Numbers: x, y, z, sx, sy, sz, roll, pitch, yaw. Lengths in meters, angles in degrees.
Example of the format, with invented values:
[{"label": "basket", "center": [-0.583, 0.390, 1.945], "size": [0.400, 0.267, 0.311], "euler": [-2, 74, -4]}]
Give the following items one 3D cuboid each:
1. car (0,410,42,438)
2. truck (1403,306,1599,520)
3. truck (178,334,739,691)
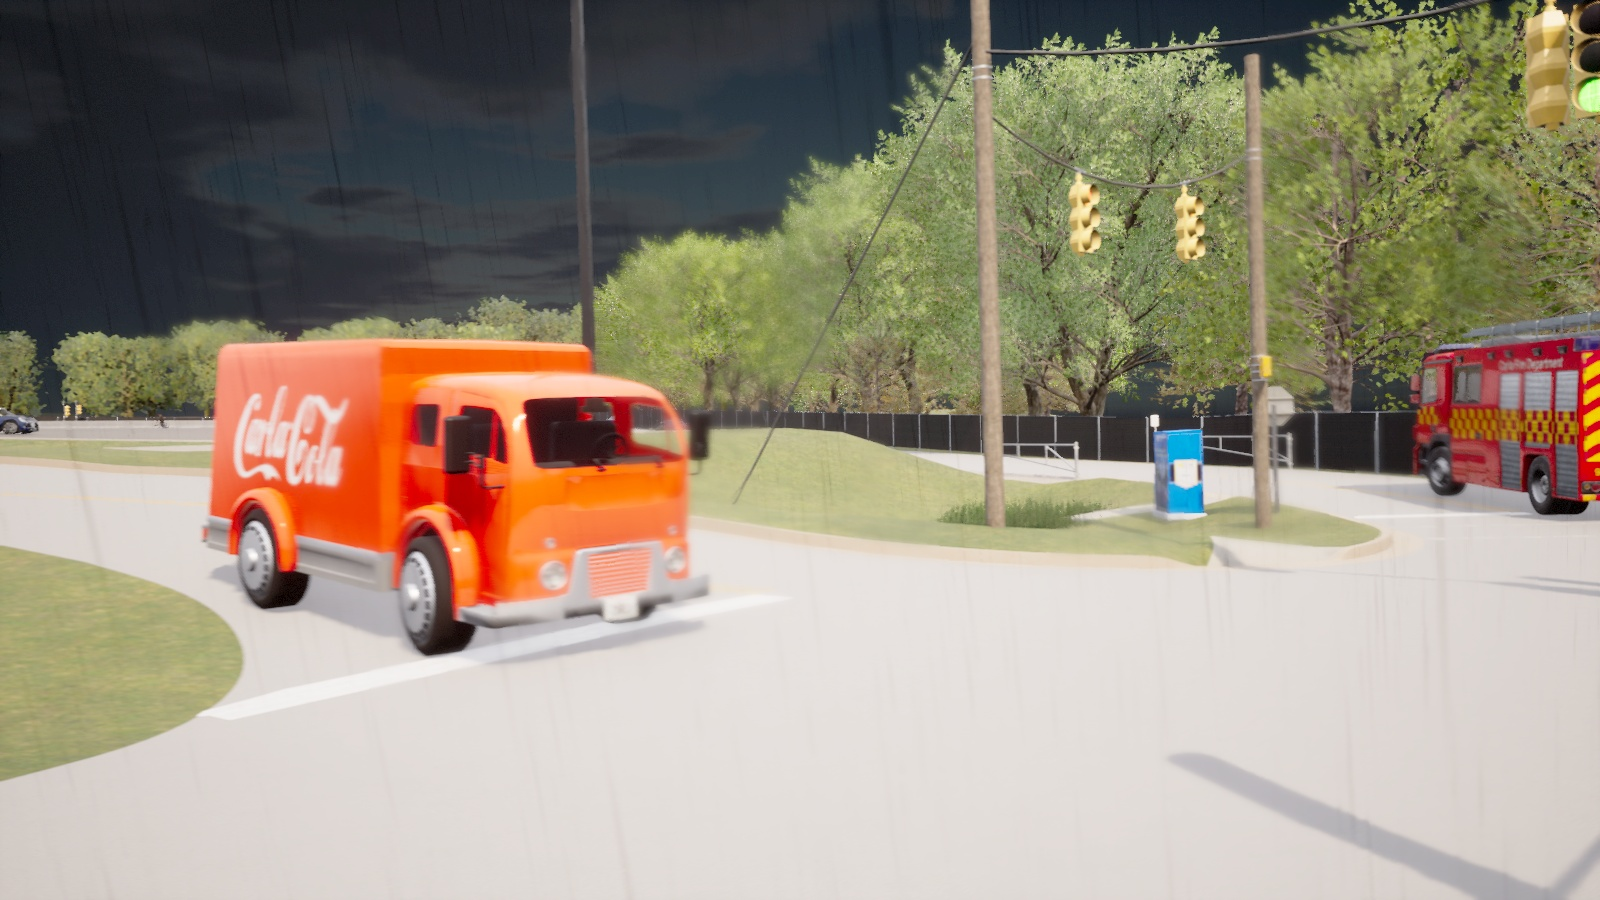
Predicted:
[{"label": "car", "center": [-44.227, -1.450, 69.157], "size": [3.806, 1.475, 1.970], "euler": [1, 2, -6]}, {"label": "truck", "center": [15.873, -0.851, 26.666], "size": [2.891, 3.827, 8.468], "euler": [-2, 2, 7]}, {"label": "truck", "center": [-3.289, 0.258, 11.411], "size": [5.204, 2.467, 2.627], "euler": [4, 5, 45]}]
